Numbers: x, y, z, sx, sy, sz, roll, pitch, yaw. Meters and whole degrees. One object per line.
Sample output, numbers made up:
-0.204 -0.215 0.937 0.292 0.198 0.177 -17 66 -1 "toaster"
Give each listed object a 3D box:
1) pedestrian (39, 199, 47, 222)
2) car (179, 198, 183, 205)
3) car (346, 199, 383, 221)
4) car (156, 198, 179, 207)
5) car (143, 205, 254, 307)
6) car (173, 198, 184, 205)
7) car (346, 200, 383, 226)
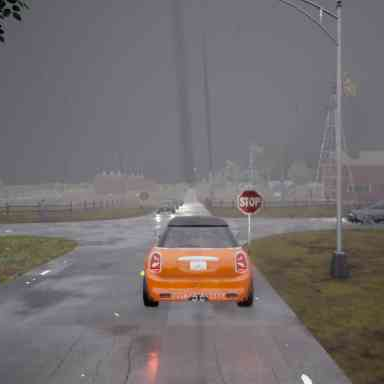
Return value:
-12.086 1.466 27.030 0.375 1.860 0.375 0 2 0 "pedestrian"
-2.725 1.670 46.394 2.033 1.411 5.357 0 0 0 "car"
13.563 1.267 23.823 4.181 1.385 1.994 -1 1 -1 "car"
-2.750 1.572 36.533 1.837 1.490 4.892 0 0 0 "car"
0.120 1.354 8.151 2.097 1.767 4.553 0 0 0 "car"
-2.610 1.867 66.888 2.033 1.411 5.357 0 -1 0 "car"
11.982 1.349 20.874 4.181 1.385 1.994 -1 1 0 "car"
